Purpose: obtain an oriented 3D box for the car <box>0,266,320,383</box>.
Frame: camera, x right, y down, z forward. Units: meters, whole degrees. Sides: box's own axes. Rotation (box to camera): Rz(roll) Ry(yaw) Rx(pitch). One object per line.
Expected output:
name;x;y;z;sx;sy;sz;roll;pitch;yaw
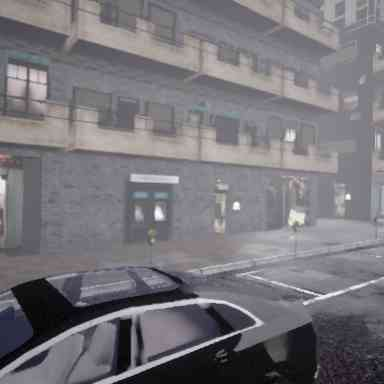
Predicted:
car;-1.001;1.491;2.664;4.902;1.511;2.128;0;0;-35
